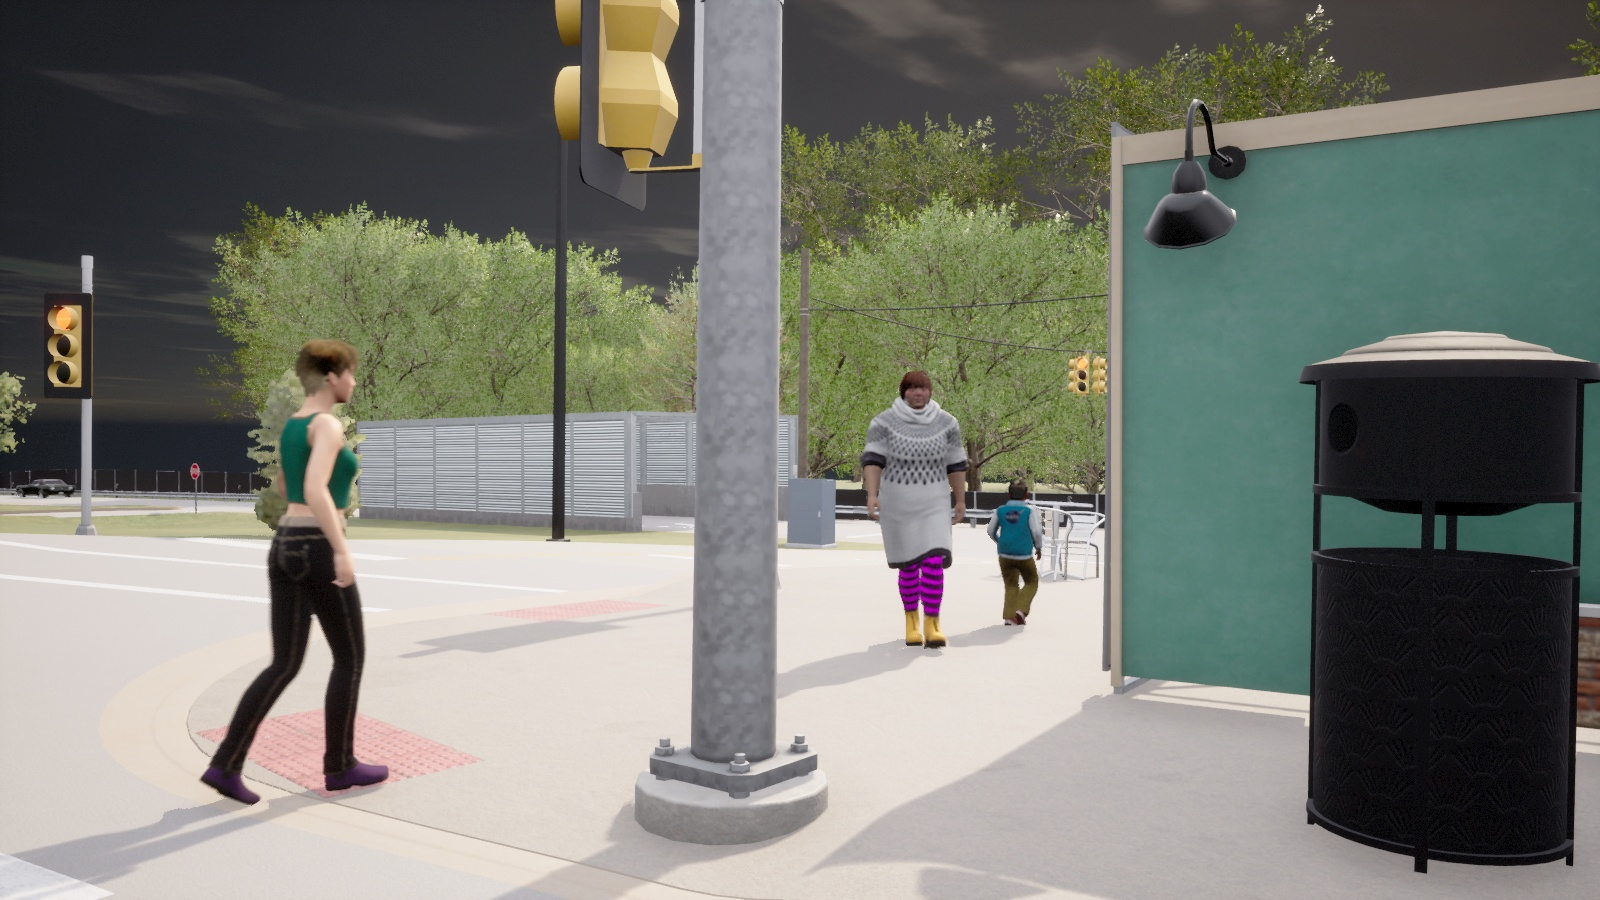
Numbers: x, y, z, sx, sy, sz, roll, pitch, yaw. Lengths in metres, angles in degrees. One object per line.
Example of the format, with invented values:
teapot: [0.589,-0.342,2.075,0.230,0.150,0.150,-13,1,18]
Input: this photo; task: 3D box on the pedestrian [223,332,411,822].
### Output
pedestrian: [-1.928,0.473,5.038,0.345,1.836,0.594,1,1,42]

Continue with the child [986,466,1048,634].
child: [1.602,0.718,9.257,0.343,1.192,0.448,0,1,26]

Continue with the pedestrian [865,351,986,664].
pedestrian: [0.809,0.352,8.282,0.659,1.952,0.873,0,1,-4]
